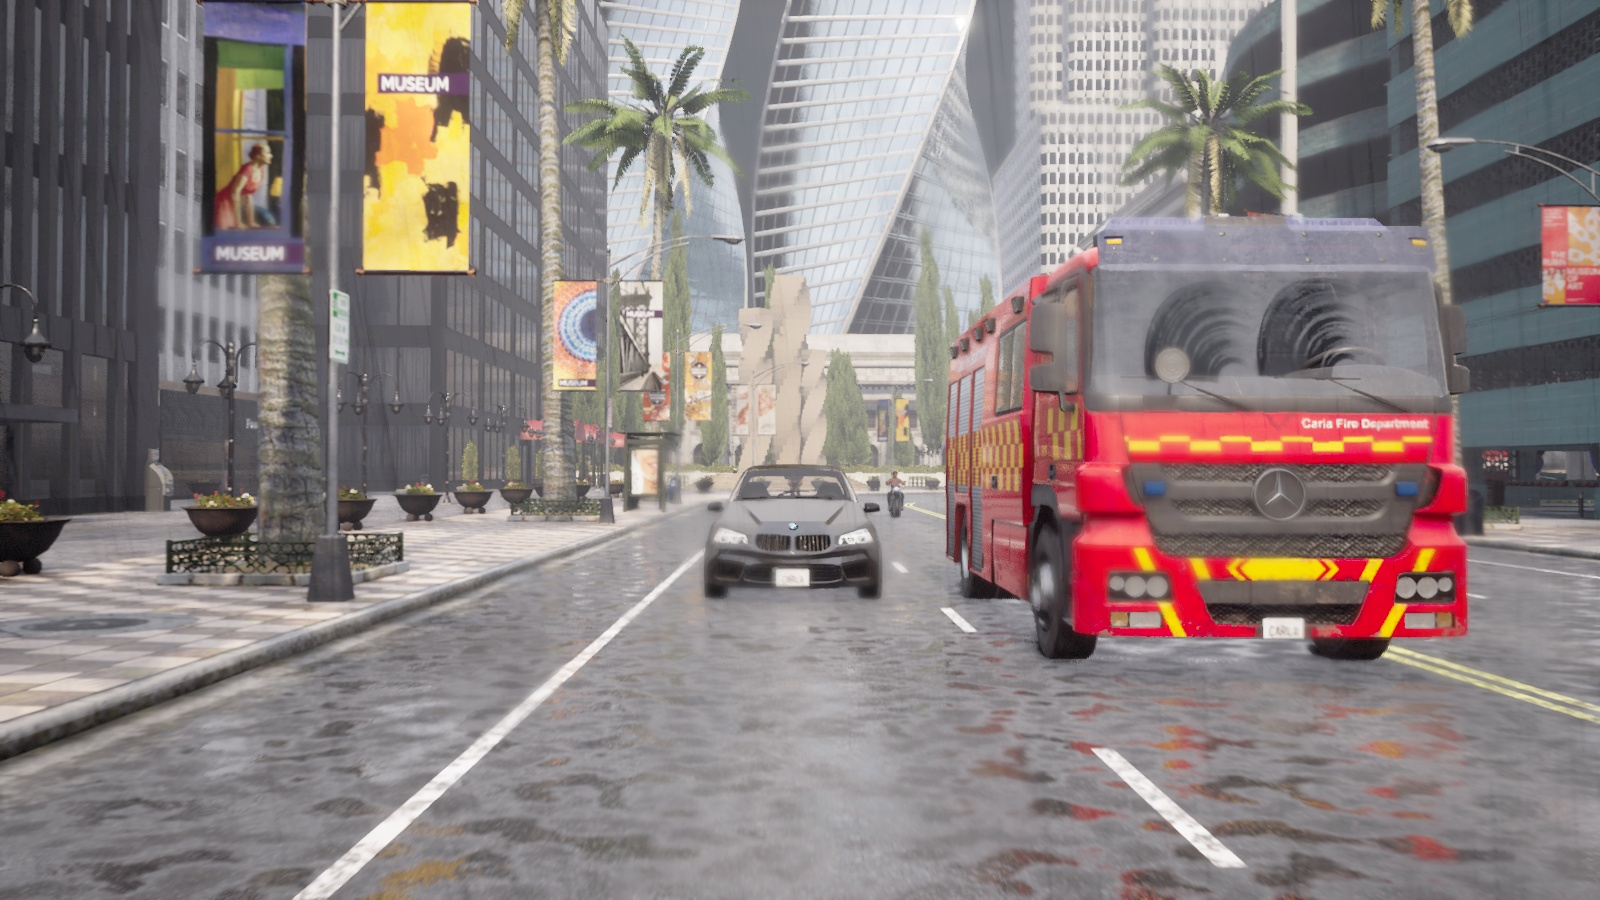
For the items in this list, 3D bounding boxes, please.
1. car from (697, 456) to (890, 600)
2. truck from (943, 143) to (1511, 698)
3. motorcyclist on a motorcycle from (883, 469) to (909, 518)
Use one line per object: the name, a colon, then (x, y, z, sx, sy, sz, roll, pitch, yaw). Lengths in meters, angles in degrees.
car: (-0.084, 0.951, 16.931, 2.242, 1.667, 4.611, 0, -1, 0)
truck: (3.432, -0.141, 12.923, 2.891, 3.827, 8.468, 0, -1, 0)
motorcyclist on a motorcycle: (3.327, 1.505, 43.723, 0.766, 1.649, 2.350, 0, -1, 1)
